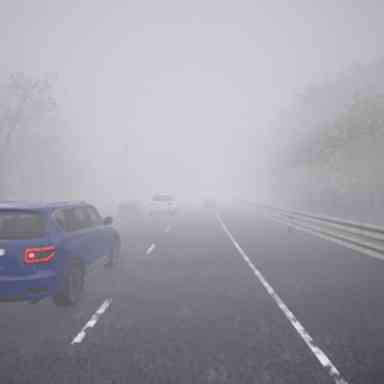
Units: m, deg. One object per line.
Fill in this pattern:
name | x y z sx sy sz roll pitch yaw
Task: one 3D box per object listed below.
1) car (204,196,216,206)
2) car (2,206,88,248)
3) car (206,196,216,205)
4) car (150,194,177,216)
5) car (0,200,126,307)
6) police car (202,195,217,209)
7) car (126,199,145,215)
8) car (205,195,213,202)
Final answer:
car | 3.046 1.510 54.933 1.882 1.535 5.008 0 0 4
car | -6.707 1.501 15.864 1.837 1.490 4.892 0 0 1
car | 3.493 1.546 60.840 1.837 1.490 4.892 0 0 5
car | -2.690 1.227 32.226 2.150 2.045 5.566 0 0 2
car | -3.338 1.219 8.085 2.150 2.045 5.566 0 0 1
police car | 2.408 1.446 45.189 1.930 1.638 5.238 0 0 3
car | -6.111 1.482 34.059 1.882 1.535 5.008 0 0 2
car | 4.096 1.476 79.209 1.812 1.442 4.674 0 0 6
